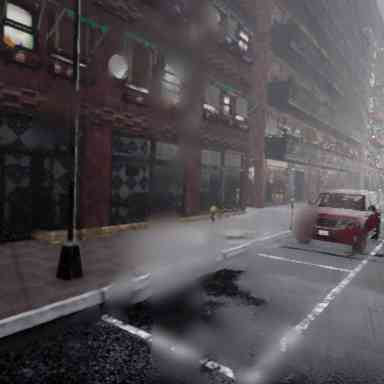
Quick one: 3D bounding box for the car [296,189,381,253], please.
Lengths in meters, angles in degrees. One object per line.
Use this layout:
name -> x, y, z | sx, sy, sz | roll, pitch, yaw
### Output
car -> 5.457, 0.846, 11.950 | 2.192, 1.841, 5.009 | 5, 4, 37
